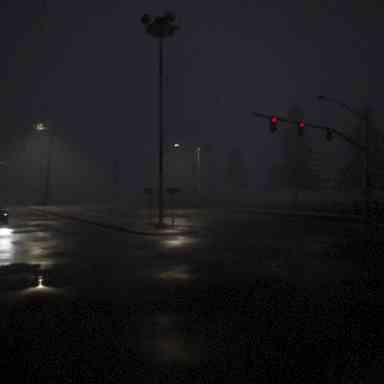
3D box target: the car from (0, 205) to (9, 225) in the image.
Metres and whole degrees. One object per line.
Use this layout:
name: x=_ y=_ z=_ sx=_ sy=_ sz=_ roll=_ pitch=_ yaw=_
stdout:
car: x=-14.328 y=1.598 z=23.698 sx=1.895 sy=1.301 sz=4.718 roll=0 pitch=0 yaw=-35
